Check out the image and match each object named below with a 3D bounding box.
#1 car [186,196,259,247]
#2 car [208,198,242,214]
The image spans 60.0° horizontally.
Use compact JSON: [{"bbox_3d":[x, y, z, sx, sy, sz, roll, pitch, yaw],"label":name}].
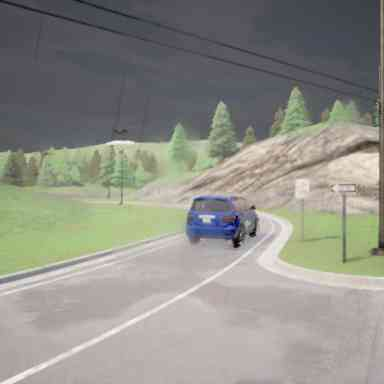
[{"bbox_3d":[1.554,1.183,15.133,2.150,2.045,5.566,0,0,21],"label":"car"},{"bbox_3d":[3.447,1.454,35.941,2.033,1.411,5.357,0,0,-14],"label":"car"}]
